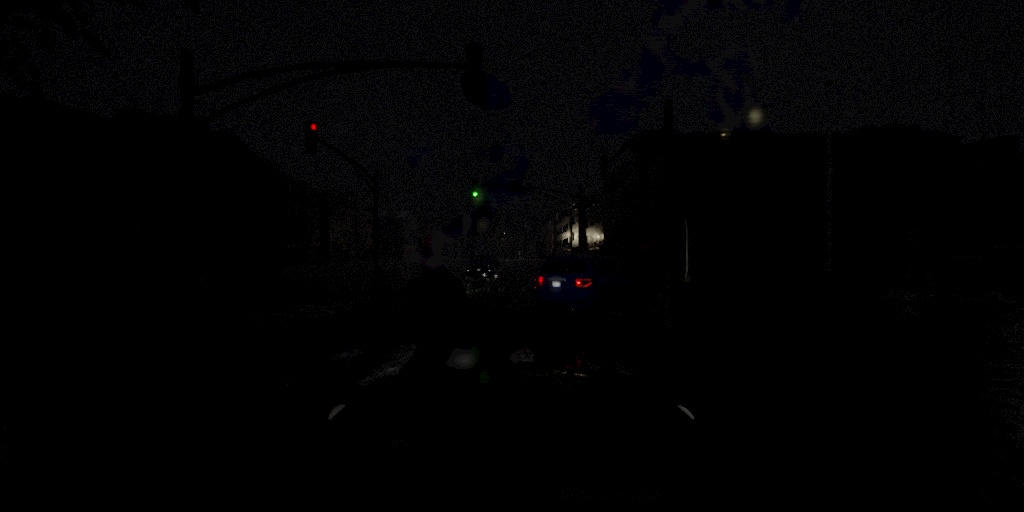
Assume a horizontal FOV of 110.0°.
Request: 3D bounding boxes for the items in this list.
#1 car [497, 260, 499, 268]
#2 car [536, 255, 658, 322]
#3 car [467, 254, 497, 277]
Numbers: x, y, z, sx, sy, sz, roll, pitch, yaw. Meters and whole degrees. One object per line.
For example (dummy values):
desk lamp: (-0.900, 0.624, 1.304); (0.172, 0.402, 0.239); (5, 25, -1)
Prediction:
car: (-2.828, 1.006, 49.389); (1.895, 1.301, 4.718); (0, 1, 0)
car: (3.202, 1.029, 12.948); (2.150, 2.045, 5.566); (0, -2, 43)
car: (-2.845, 0.800, 33.417); (2.150, 2.045, 5.566); (0, 1, 0)
